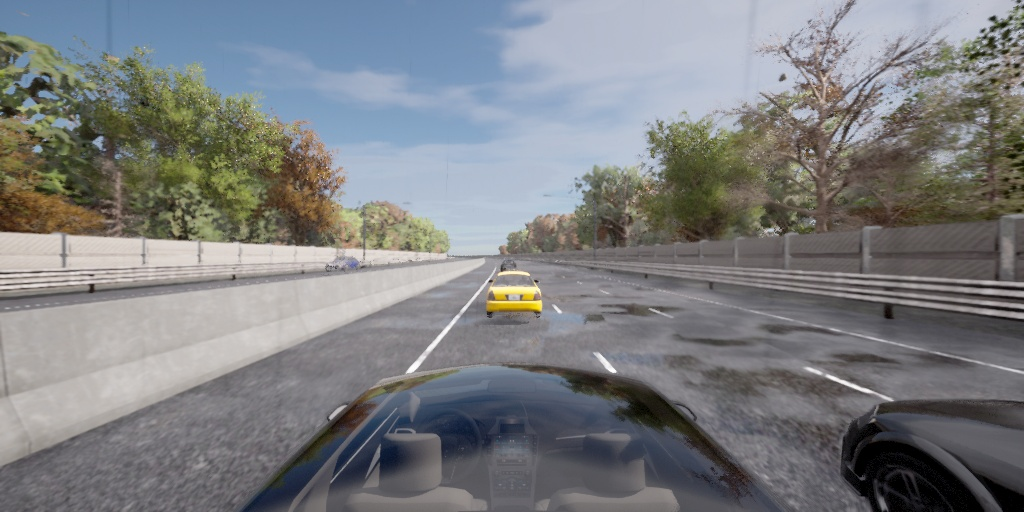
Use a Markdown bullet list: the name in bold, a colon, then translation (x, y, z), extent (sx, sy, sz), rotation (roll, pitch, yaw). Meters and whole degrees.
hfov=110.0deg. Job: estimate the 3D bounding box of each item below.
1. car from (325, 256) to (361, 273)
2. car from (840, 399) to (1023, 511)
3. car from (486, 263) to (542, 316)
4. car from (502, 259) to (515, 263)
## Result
- **car**: translation (-17.893, 0.769, 38.053), extent (2.097, 1.767, 4.553), rotation (0, 0, -1)
- **car**: translation (3.592, 1.313, 1.078), extent (1.994, 1.385, 4.181), rotation (0, 0, 0)
- **car**: translation (0.048, 1.210, 13.237), extent (1.801, 1.575, 5.366), rotation (0, 0, 0)
- **car**: translation (-0.439, 1.195, 44.223), extent (2.033, 1.649, 4.856), rotation (0, 0, -1)
